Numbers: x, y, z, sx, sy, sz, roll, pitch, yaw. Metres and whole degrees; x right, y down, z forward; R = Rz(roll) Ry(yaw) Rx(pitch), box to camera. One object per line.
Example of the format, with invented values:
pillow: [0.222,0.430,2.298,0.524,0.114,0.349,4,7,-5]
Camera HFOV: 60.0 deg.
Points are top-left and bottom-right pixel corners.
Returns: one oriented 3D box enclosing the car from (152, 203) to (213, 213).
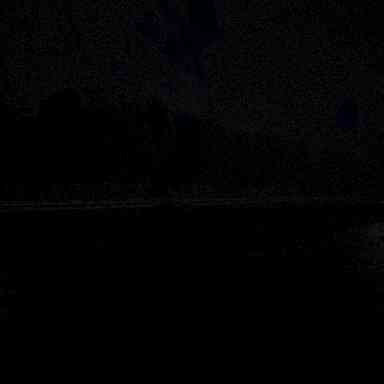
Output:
car: [-0.043,1.547,21.066,4.181,1.385,1.994,0,0,-35]

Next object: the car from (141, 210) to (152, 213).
car: [-1.225,1.527,24.503,5.357,1.411,2.033,0,0,-35]
